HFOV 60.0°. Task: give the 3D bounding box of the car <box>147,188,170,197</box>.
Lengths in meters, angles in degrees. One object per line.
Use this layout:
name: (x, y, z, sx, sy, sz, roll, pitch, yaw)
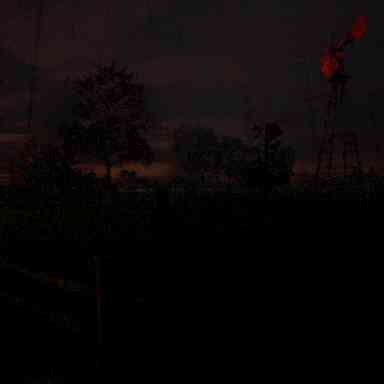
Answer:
car: (-5.906, 0.138, 59.274, 1.837, 1.490, 4.892, 1, 1, 37)
